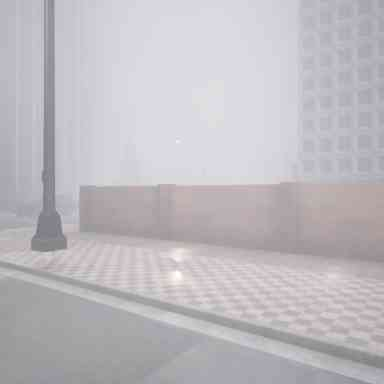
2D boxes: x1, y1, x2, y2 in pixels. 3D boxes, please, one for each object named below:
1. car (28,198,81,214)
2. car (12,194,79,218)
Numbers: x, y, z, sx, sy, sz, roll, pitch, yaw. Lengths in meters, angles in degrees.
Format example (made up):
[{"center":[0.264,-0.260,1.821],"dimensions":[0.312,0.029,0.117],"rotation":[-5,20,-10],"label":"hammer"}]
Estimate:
[{"center":[-14.661,1.478,35.815],"dimensions":[1.882,1.535,5.008],"rotation":[0,0,35],"label":"car"},{"center":[-13.702,1.221,31.095],"dimensions":[2.150,2.045,5.566],"rotation":[0,0,35],"label":"car"}]
